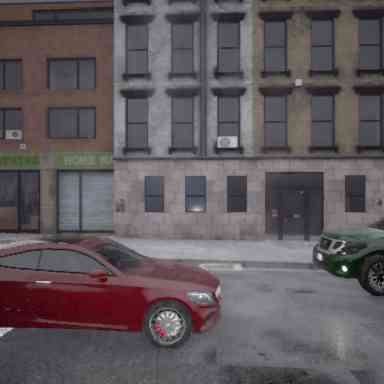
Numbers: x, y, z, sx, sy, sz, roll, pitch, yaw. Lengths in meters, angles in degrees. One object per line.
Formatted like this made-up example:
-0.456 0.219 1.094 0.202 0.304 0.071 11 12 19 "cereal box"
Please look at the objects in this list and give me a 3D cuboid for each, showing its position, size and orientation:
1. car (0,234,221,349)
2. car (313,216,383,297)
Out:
-1.844 1.488 5.667 4.674 1.442 1.812 1 0 3 "car"
6.017 1.346 8.289 5.566 2.045 2.150 1 0 3 "car"
